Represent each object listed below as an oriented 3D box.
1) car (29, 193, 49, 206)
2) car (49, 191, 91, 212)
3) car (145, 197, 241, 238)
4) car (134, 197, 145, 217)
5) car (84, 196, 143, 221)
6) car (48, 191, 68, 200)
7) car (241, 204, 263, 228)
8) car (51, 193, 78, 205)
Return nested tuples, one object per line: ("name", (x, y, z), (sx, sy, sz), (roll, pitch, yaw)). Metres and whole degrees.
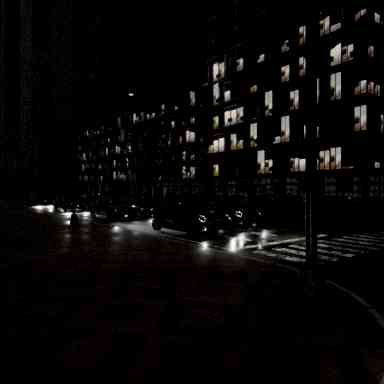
("car", (-17.600, 0.817, 38.745), (1.994, 1.385, 4.181), (0, 1, -37))
("car", (-11.399, 0.943, 30.807), (1.837, 1.490, 4.892), (0, 1, -38))
("car", (-0.095, 1.124, 16.481), (2.097, 1.767, 4.553), (0, 1, -38))
("car", (-3.986, 1.126, 26.646), (2.033, 1.411, 5.357), (0, 1, -38))
("car", (-5.673, 1.208, 23.539), (1.895, 1.301, 4.718), (0, 1, -38))
("car", (-22.592, 0.540, 55.880), (1.895, 1.301, 4.718), (0, 1, -38))
("car", (1.891, 1.104, 19.212), (2.097, 1.767, 4.553), (0, 1, -38))
("car", (-16.331, 0.812, 42.405), (1.895, 1.301, 4.718), (0, 1, -38))
